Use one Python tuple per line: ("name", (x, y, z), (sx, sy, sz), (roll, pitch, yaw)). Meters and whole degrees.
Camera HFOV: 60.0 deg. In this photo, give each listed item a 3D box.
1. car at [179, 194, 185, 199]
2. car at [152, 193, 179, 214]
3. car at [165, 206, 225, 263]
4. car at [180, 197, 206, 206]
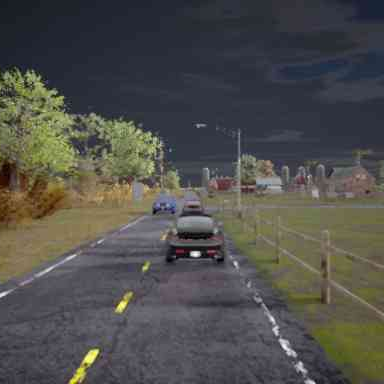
("car", (-2.746, 1.291, 90.351), (1.895, 1.301, 4.718), (0, 0, 0))
("car", (-2.749, 1.151, 34.050), (2.150, 2.045, 5.566), (0, 0, 0))
("car", (0.099, 1.486, 11.856), (1.837, 1.490, 4.892), (0, 1, 0))
("car", (0.100, 1.444, 28.314), (1.837, 1.490, 4.892), (0, 0, 0))
